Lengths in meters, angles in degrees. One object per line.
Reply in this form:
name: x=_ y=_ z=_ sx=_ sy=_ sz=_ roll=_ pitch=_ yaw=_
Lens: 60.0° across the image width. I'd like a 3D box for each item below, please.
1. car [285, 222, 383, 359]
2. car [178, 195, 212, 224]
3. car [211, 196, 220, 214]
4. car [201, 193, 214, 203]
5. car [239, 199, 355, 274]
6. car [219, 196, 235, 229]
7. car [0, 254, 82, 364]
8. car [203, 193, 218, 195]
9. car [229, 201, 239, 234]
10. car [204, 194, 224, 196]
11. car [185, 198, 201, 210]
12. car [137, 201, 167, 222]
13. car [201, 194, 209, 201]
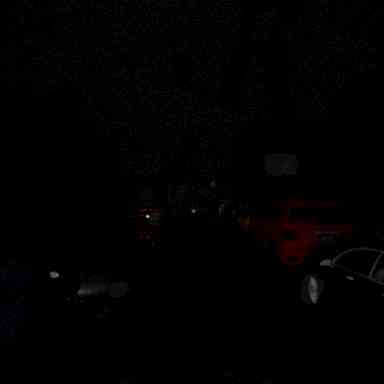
car: x=3.226 y=1.475 z=4.926 sx=2.231 sy=1.521 sz=4.892 roll=0 pitch=0 yaw=0
car: x=0.099 y=1.326 z=24.717 sx=2.097 sy=1.767 sz=4.553 roll=0 pitch=0 yaw=0
car: x=3.277 y=1.444 z=34.214 sx=2.231 sy=1.521 sz=4.892 roll=0 pitch=0 yaw=1
car: x=3.215 y=1.151 z=71.259 sx=2.435 sy=2.045 sz=5.566 roll=0 pitch=0 yaw=0
car: x=3.224 y=1.217 z=10.610 sx=2.435 sy=2.045 sz=5.566 roll=0 pitch=0 yaw=0
car: x=3.223 y=1.331 z=21.600 sx=2.185 sy=1.767 sz=4.553 roll=0 pitch=0 yaw=0
car: x=-3.151 y=1.543 z=4.326 sx=2.033 sy=1.411 sz=5.357 roll=0 pitch=0 yaw=0
car: x=3.222 y=1.444 z=60.213 sx=2.163 sy=1.488 sz=4.792 roll=0 pitch=0 yaw=0
car: x=3.223 y=1.459 z=16.292 sx=1.946 sy=1.575 sz=5.366 roll=0 pitch=0 yaw=0
car: x=3.219 y=1.428 z=49.125 sx=2.231 sy=1.521 sz=4.892 roll=0 pitch=0 yaw=0
car: x=0.096 y=1.518 z=42.053 sx=1.994 sy=1.385 sz=4.181 roll=0 pitch=0 yaw=0
car: x=-3.152 y=1.476 z=26.130 sx=1.837 sy=1.490 sz=4.892 roll=0 pitch=0 yaw=0
car: x=3.217 y=1.387 z=82.593 sx=1.946 sy=1.575 sz=5.366 roll=0 pitch=0 yaw=0
